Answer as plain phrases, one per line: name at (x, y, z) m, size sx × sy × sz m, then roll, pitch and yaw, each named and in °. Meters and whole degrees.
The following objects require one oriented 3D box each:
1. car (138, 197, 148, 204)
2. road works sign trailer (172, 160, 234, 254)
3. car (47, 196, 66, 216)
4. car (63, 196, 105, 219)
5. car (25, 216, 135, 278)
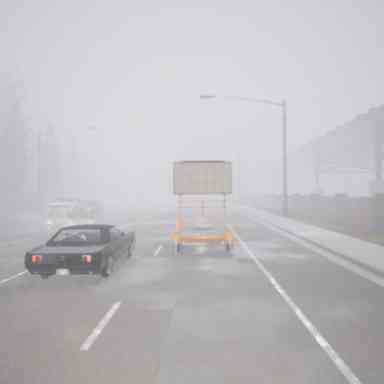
car at (-10.663, 1.770, 72.440) m, size 2.097 × 1.767 × 4.553 m, roll 0°, pitch -1°, yaw -8°
road works sign trailer at (0.432, 0.501, 13.583) m, size 2.380 × 3.560 × 2.880 m, roll 0°, pitch 0°, yaw 2°
car at (-13.059, 1.405, 34.795) m, size 2.150 × 2.045 × 5.566 m, roll 0°, pitch 0°, yaw 1°
car at (-9.674, 1.502, 30.710) m, size 2.097 × 1.767 × 4.553 m, roll 0°, pitch 0°, yaw 2°
car at (-3.058, 1.650, 10.266) m, size 1.895 × 1.301 × 4.718 m, roll 0°, pitch 0°, yaw 2°
